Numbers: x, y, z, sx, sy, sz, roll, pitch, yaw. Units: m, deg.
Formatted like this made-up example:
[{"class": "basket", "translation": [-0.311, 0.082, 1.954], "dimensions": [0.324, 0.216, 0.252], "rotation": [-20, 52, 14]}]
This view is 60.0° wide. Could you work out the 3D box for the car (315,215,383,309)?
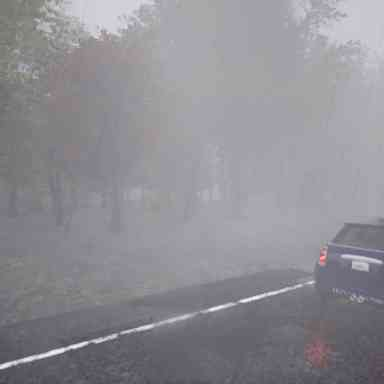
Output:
[{"class": "car", "translation": [4.698, 1.309, 7.099], "dimensions": [4.553, 1.767, 2.097], "rotation": [0, 0, -36]}]
